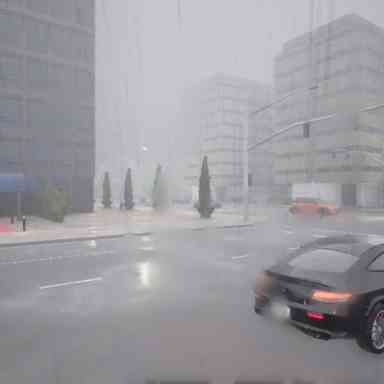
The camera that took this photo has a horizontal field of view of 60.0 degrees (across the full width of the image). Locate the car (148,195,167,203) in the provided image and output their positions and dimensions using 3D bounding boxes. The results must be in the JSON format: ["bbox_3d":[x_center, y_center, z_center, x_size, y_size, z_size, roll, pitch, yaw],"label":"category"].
[{"bbox_3d":[-7.333,1.503,69.704,1.837,1.490,4.892,0,0,-35],"label":"car"}]

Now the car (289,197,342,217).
[{"bbox_3d":[11.509,1.351,31.037,2.097,1.767,4.553,0,0,-41],"label":"car"}]

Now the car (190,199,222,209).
[{"bbox_3d":[2.075,1.564,43.814,1.994,1.385,4.181,0,0,-35],"label":"car"}]

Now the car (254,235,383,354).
[{"bbox_3d":[3.158,1.526,6.073,4.674,1.442,1.812,0,0,-35],"label":"car"}]

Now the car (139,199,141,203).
[{"bbox_3d":[-8.777,1.564,65.729,1.994,1.385,4.181,0,0,-35],"label":"car"}]

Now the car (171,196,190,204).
[{"bbox_3d":[-2.049,1.526,62.228,1.812,1.442,4.674,0,0,-35],"label":"car"}]

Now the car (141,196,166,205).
[{"bbox_3d":[-6.147,1.526,55.558,1.812,1.442,4.674,0,0,-35],"label":"car"}]
